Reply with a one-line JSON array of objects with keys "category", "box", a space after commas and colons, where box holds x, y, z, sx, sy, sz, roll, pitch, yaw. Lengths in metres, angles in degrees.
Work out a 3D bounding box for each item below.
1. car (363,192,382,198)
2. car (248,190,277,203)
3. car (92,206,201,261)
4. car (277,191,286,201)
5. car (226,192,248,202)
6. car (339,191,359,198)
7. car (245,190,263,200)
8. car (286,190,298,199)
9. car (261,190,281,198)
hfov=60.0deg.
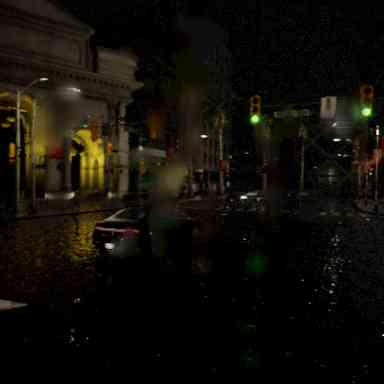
[{"category": "car", "box": [38.659, 0.614, 71.280, 4.181, 1.385, 1.994, 0, 1, -25]}, {"category": "car", "box": [9.404, 0.678, 44.253, 2.128, 1.511, 4.902, 1, 1, 24]}, {"category": "car", "box": [-1.245, 1.220, 11.263, 2.128, 1.511, 4.902, 1, 1, 24]}, {"category": "car", "box": [13.471, 0.578, 53.440, 1.812, 1.442, 4.674, 1, 1, 24]}, {"category": "car", "box": [6.312, 0.649, 45.917, 2.033, 1.411, 5.357, 1, 1, 24]}, {"category": "car", "box": [34.464, 0.438, 72.922, 5.008, 1.535, 1.882, 0, 1, -28]}, {"category": "car", "box": [10.350, 0.495, 55.041, 1.812, 1.442, 4.674, 1, 1, 24]}, {"category": "car", "box": [18.333, 0.414, 62.346, 1.882, 1.535, 5.008, 2, 1, 33]}, {"category": "car", "box": [15.251, 0.344, 64.032, 2.128, 1.511, 4.902, 2, 1, 33]}]
